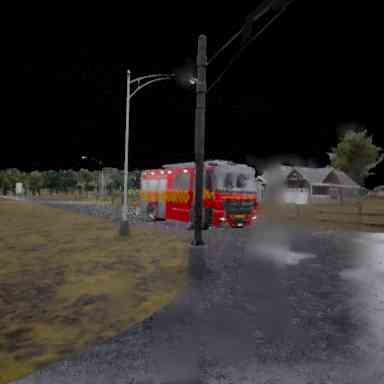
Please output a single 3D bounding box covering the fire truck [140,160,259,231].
[{"bbox_3d":[0.005,0.116,19.869,2.891,3.827,8.468,2,0,-35],"label":"fire truck"}]
